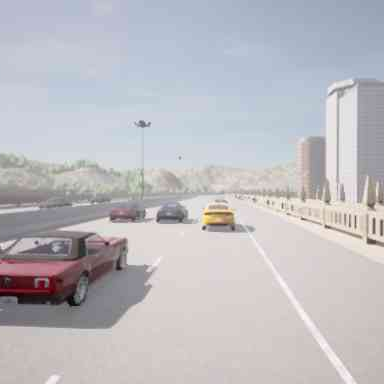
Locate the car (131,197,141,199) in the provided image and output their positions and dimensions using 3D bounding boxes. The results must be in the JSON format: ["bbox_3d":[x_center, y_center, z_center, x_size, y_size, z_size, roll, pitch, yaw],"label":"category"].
[{"bbox_3d":[-9.426,1.471,55.777,1.895,1.301,4.718,0,0,5],"label":"car"}]

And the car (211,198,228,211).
[{"bbox_3d":[3.403,1.482,40.670,1.994,1.385,4.181,0,0,5],"label":"car"}]

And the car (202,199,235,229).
[{"bbox_3d":[1.691,1.416,21.090,1.882,1.535,5.008,0,0,5],"label":"car"}]

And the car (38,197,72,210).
[{"bbox_3d":[-14.737,1.350,36.021,1.837,1.490,4.892,0,-1,5],"label":"car"}]

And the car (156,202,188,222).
[{"bbox_3d":[-1.449,1.481,25.358,1.994,1.385,4.181,0,0,5],"label":"car"}]

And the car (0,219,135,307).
[{"bbox_3d":[-2.935,1.556,7.871,1.895,1.301,4.718,0,0,4],"label":"car"}]

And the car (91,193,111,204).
[{"bbox_3d":[-16.136,1.140,59.377,2.150,2.045,5.566,0,0,5],"label":"car"}]

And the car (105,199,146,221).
[{"bbox_3d":[-4.914,1.465,25.917,1.994,1.385,4.181,0,0,5],"label":"car"}]
